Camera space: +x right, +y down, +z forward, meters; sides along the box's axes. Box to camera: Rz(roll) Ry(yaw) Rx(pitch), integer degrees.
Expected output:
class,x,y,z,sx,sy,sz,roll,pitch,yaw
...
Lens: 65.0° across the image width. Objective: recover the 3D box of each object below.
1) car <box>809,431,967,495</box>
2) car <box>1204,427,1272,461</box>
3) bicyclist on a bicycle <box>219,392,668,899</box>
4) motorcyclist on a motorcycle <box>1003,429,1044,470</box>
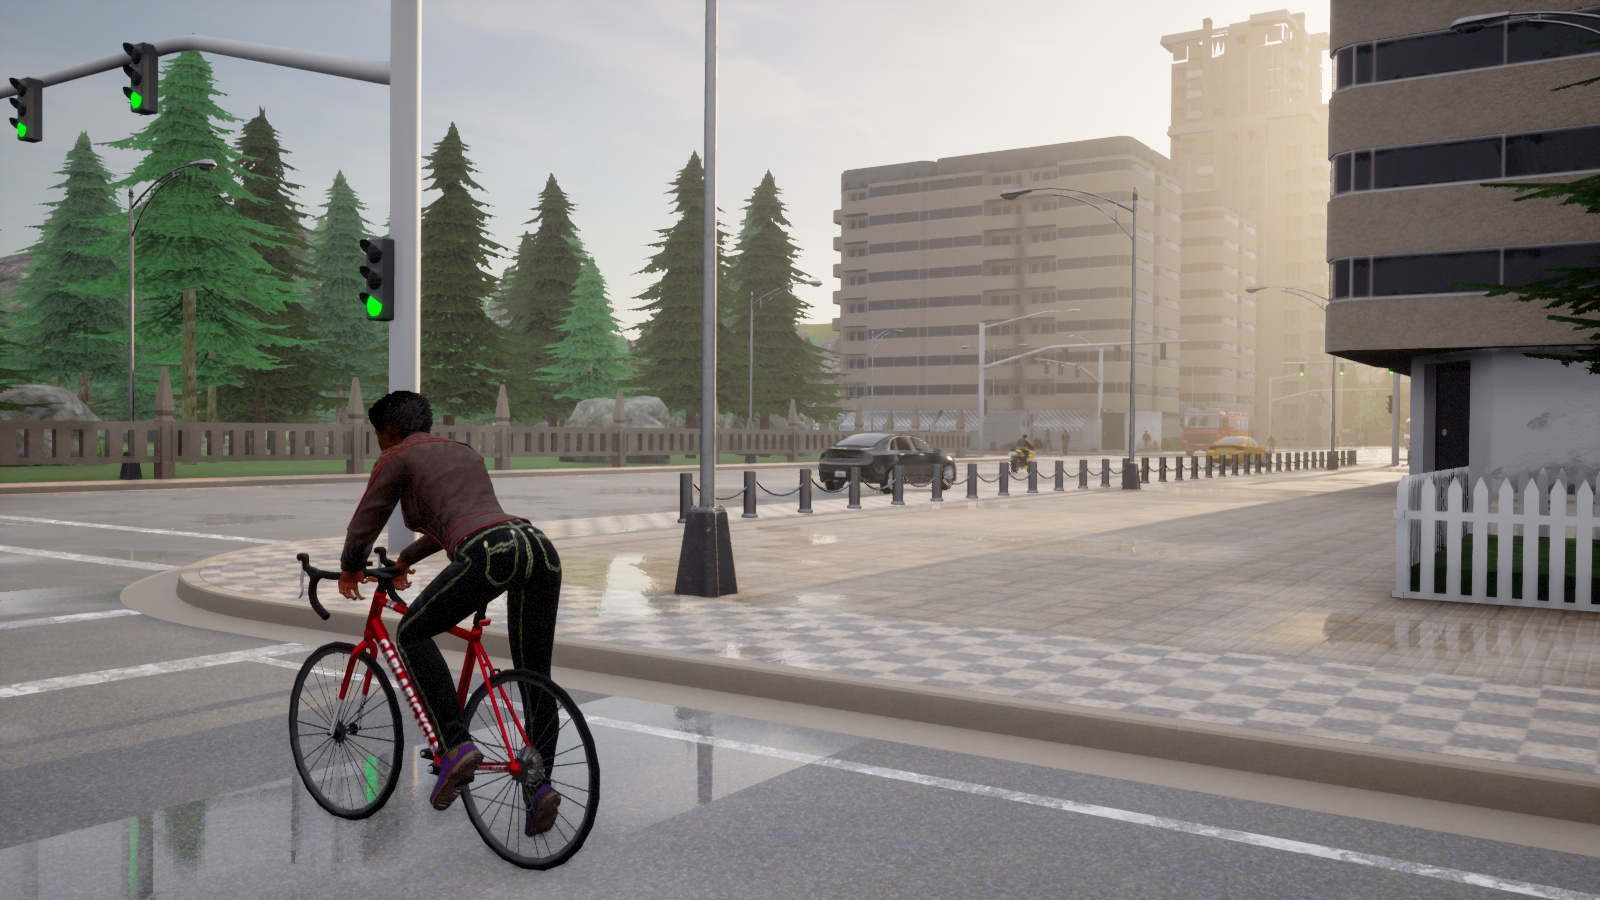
class,x,y,z,sx,sy,sz,roll,pitch,yaw
car,2.362,0.273,32.387,1.837,1.490,4.892,0,1,34
car,21.245,-0.313,60.774,1.882,1.535,5.008,0,1,34
bicyclist on a bicycle,-1.313,0.635,4.495,1.656,1.620,0.582,0,1,34
motorcyclist on a motorcycle,8.552,-0.019,48.018,0.797,1.523,2.044,0,1,34
